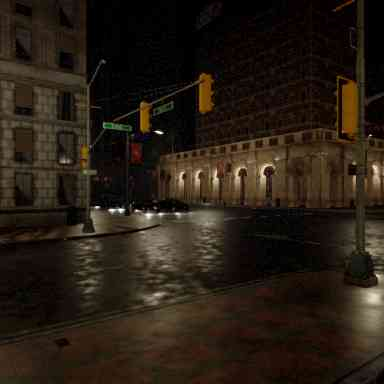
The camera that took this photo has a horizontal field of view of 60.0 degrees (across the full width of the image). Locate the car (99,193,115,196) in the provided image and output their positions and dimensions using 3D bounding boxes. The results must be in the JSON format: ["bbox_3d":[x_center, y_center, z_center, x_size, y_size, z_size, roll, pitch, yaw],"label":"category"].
[{"bbox_3d":[-14.117,1.221,56.016,2.150,2.045,5.566,0,0,-35],"label":"car"}]

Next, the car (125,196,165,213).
[{"bbox_3d":[-5.318,1.505,37.467,1.837,1.490,4.892,0,0,-36],"label":"car"}]

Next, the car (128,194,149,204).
[{"bbox_3d":[-9.982,1.352,62.357,2.097,1.767,4.553,0,0,-35],"label":"car"}]

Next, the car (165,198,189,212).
[{"bbox_3d":[-2.273,1.478,39.231,1.882,1.535,5.008,0,0,-36],"label":"car"}]

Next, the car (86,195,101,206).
[{"bbox_3d":[-16.990,1.478,53.987,1.882,1.535,5.008,0,0,-35],"label":"car"}]

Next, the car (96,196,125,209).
[{"bbox_3d":[-11.124,1.564,45.597,1.994,1.385,4.181,0,0,-35],"label":"car"}]
